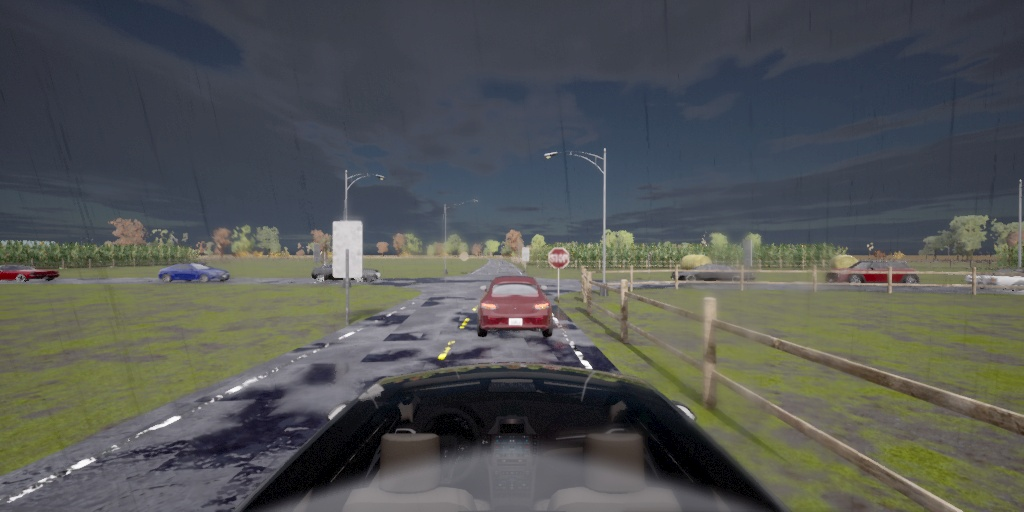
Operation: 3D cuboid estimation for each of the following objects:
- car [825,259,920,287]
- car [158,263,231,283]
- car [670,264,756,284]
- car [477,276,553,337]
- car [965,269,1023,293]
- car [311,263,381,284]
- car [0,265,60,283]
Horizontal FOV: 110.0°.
[{"bbox_3d":[24.253,1.109,24.338,4.553,1.767,2.097,0,0,12],"label":"car"},{"bbox_3d":[-23.978,1.262,27.104,4.674,1.442,1.812,0,0,2],"label":"car"},{"bbox_3d":[14.581,1.293,26.208,5.357,1.411,2.033,0,0,10],"label":"car"},{"bbox_3d":[0.058,1.274,10.147,1.812,1.442,4.674,0,0,-1],"label":"car"},{"bbox_3d":[29.398,1.383,20.216,4.718,1.301,1.895,0,0,13],"label":"car"},{"bbox_3d":[-12.241,1.232,26.548,4.902,1.511,2.128,0,0,4],"label":"car"},{"bbox_3d":[-37.620,1.332,27.175,4.718,1.301,1.895,0,0,-1],"label":"car"}]
